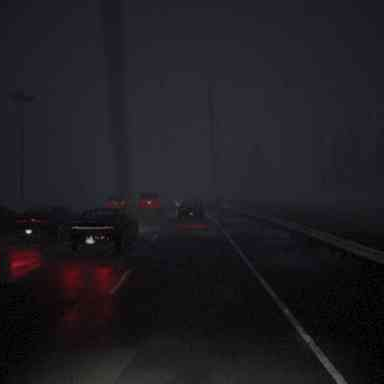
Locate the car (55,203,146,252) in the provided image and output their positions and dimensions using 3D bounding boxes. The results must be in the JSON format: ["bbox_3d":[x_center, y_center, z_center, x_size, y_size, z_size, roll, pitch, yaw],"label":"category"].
[{"bbox_3d":[-3.410,1.411,13.534,2.128,1.511,4.902,0,0,0],"label":"car"}]

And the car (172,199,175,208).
[{"bbox_3d":[-1.408,1.278,41.800,1.812,1.442,4.674,0,0,-6],"label":"car"}]

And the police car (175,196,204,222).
[{"bbox_3d":[-0.139,1.275,25.296,1.930,1.638,5.238,0,0,-2],"label":"police car"}]

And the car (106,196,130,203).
[{"bbox_3d":[-7.743,1.146,34.837,2.097,1.767,4.553,0,0,-5],"label":"car"}]

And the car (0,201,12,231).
[{"bbox_3d":[-10.437,1.422,17.437,1.812,1.442,4.674,0,0,-1],"label":"car"}]

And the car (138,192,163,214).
[{"bbox_3d":[-4.038,1.028,32.613,2.150,2.045,5.566,0,0,-4],"label":"car"}]

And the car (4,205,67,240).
[{"bbox_3d":[-6.930,1.407,16.507,1.837,1.490,4.892,0,0,0],"label":"car"}]

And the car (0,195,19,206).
[{"bbox_3d":[-27.210,1.205,48.509,2.128,1.511,4.902,0,0,-9],"label":"car"}]
